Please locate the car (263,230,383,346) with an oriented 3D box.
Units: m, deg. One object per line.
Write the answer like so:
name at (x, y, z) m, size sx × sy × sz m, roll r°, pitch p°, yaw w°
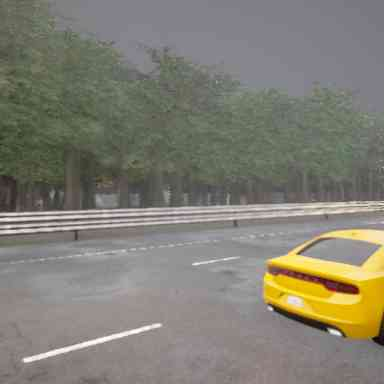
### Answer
car at (3.554, 1.482, 6.405) m, size 5.008 × 1.535 × 1.882 m, roll 0°, pitch 0°, yaw -35°
